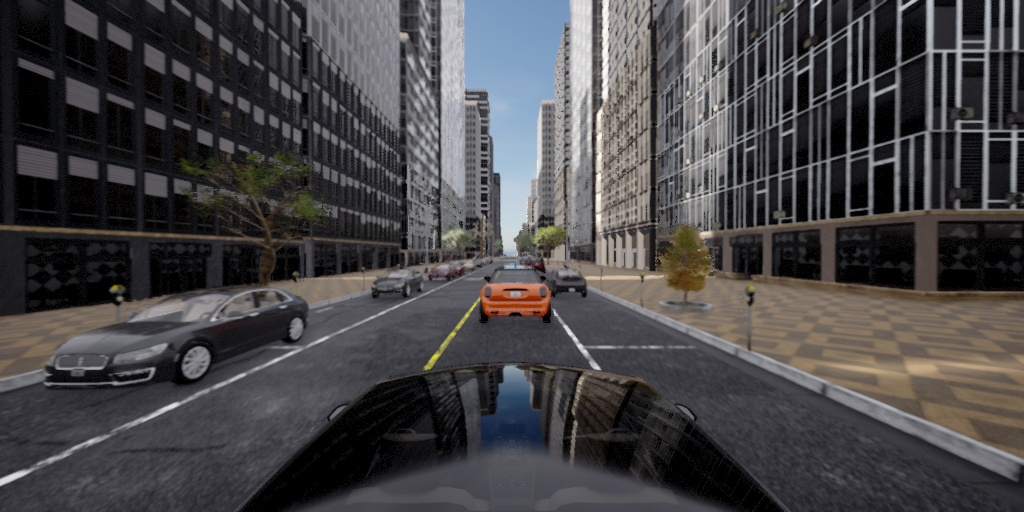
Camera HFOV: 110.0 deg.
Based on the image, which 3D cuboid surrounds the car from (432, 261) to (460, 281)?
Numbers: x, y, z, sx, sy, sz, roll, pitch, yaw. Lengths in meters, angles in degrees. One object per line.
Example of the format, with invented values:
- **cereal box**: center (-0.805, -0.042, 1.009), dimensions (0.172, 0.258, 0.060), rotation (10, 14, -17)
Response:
- **car**: center (-5.688, 1.290, 29.623), dimensions (1.802, 1.307, 4.207), rotation (0, 0, 0)

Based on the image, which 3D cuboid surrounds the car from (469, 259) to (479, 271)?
- **car**: center (-5.685, 1.207, 46.505), dimensions (1.751, 1.417, 4.829), rotation (0, 0, 0)

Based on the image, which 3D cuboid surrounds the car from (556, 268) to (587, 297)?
- **car**: center (2.691, 1.276, 18.255), dimensions (2.007, 1.370, 4.403), rotation (0, 0, 0)

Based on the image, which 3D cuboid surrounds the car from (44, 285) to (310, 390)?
- **car**: center (-5.691, 1.293, 6.889), dimensions (2.007, 1.370, 4.403), rotation (0, 0, 0)

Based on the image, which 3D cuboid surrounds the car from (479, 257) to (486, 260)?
- **car**: center (-5.685, 1.229, 58.042), dimensions (1.948, 1.339, 4.313), rotation (0, 0, 0)

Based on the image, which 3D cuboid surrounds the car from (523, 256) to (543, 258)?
- **car**: center (2.694, 1.005, 40.990), dimensions (2.192, 1.841, 5.009), rotation (0, 0, 0)

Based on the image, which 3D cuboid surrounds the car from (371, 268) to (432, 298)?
- **car**: center (-5.689, 1.276, 18.256), dimensions (2.007, 1.370, 4.403), rotation (0, 0, 0)

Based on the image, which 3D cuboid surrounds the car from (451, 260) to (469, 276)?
- **car**: center (-5.687, 1.139, 35.307), dimensions (1.967, 1.591, 4.097), rotation (0, 0, 0)

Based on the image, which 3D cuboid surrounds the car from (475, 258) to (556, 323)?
- **car**: center (0.102, 1.086, 12.231), dimensions (2.097, 1.767, 4.553), rotation (0, 0, 0)
